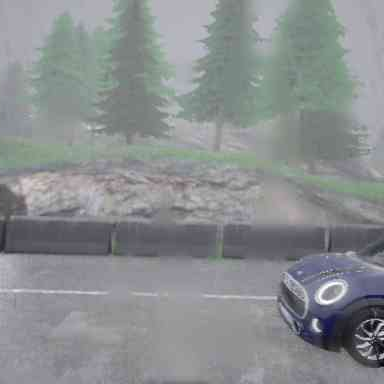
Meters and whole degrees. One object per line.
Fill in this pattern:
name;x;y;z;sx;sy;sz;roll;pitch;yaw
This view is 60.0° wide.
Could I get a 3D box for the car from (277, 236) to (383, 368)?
car;3.740;1.374;5.201;4.553;1.767;2.097;2;1;1
